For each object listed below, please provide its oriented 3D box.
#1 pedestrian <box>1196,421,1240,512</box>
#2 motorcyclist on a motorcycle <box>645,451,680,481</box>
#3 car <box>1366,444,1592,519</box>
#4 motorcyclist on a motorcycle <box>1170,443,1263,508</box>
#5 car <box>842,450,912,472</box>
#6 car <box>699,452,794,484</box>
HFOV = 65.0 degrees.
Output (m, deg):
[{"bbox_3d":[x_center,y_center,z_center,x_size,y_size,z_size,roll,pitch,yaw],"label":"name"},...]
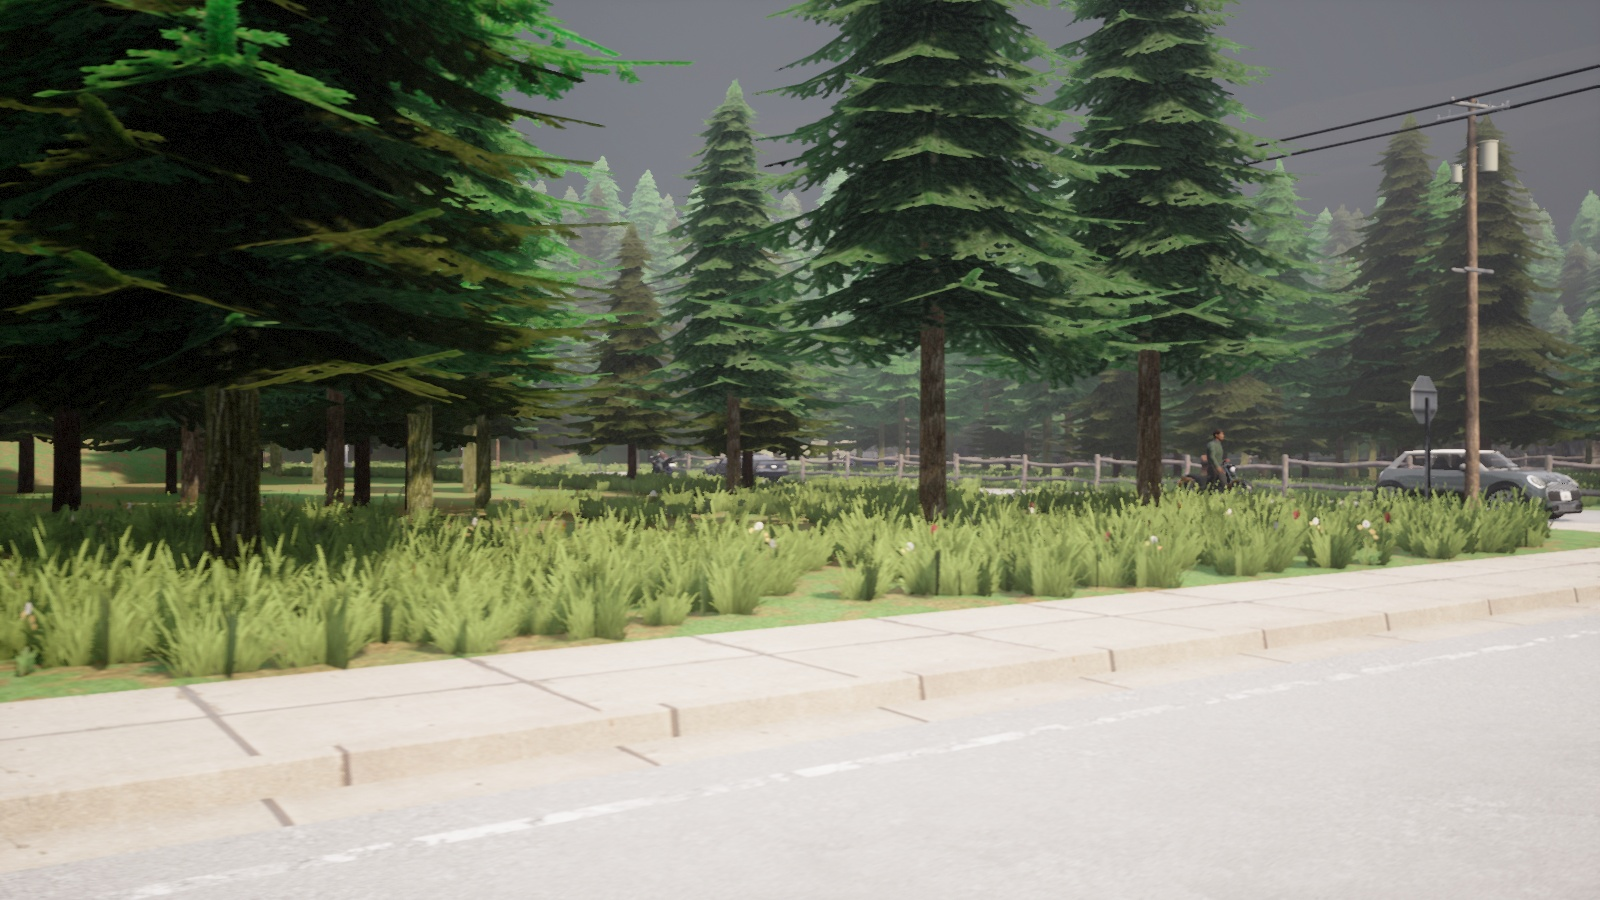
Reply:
[{"bbox_3d":[9.036,0.351,27.171,0.423,1.949,0.788,0,0,-45],"label":"pedestrian"},{"bbox_3d":[-7.280,0.838,66.396,0.866,1.530,2.191,0,0,-35],"label":"motorcyclist on a motorcycle"},{"bbox_3d":[14.498,0.631,26.993,1.970,1.475,3.806,0,0,-32],"label":"car"},{"bbox_3d":[10.854,0.637,32.796,0.766,1.649,2.350,0,0,-32],"label":"motorcyclist on a motorcycle"},{"bbox_3d":[5.532,0.790,90.905,4.792,1.488,2.163,0,0,-4],"label":"car"},{"bbox_3d":[-2.594,0.824,59.401,2.033,1.411,5.357,0,0,-34],"label":"car"}]
